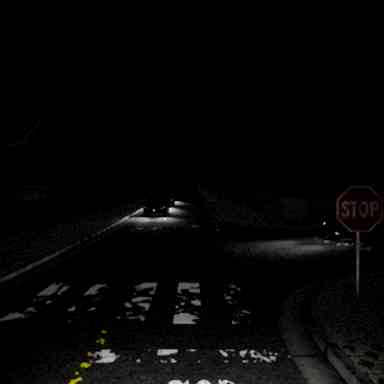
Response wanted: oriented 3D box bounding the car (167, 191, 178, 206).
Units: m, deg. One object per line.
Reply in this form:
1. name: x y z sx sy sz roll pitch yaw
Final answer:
1. car: -2.932 0.868 37.751 1.895 1.301 4.718 0 2 0

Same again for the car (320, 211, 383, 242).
1. car: 8.541 1.596 16.331 4.718 1.301 1.895 0 0 -30

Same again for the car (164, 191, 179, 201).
1. car: -2.955 0.534 48.054 1.895 1.301 4.718 0 2 0

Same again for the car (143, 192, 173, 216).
1. car: -2.909 1.091 27.789 1.837 1.490 4.892 0 2 0
